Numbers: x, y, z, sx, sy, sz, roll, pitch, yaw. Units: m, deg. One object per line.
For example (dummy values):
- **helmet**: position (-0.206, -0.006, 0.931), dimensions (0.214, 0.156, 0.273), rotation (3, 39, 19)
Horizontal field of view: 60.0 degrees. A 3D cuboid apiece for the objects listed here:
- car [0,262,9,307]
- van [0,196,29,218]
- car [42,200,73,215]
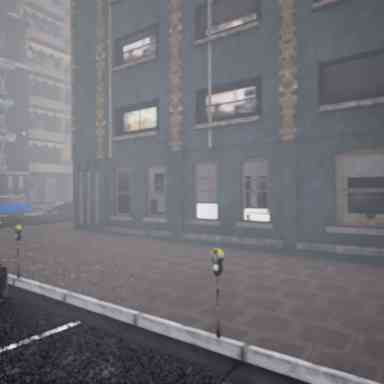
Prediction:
- **car**: position (-5.255, 1.535, 6.478), dimensions (4.313, 1.339, 1.947), rotation (0, 0, 36)
- **van**: position (-15.089, 1.187, 26.399), dimensions (1.690, 1.788, 3.998), rotation (0, 0, 35)
- **car**: position (-11.837, 1.392, 31.010), dimensions (1.802, 1.307, 4.206), rotation (0, 0, 35)
